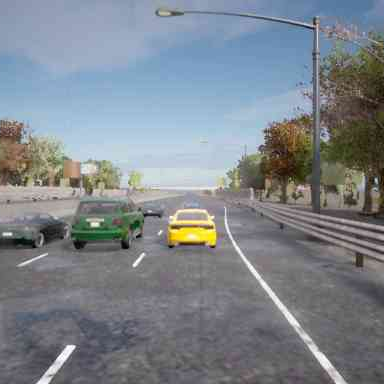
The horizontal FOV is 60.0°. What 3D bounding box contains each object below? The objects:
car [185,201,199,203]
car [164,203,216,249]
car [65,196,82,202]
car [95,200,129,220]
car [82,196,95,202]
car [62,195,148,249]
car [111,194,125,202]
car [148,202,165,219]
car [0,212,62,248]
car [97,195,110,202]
[{"bbox_3d":[0.000,1.542,29.651,1.812,1.442,4.674,0,0,0],"label":"car"},{"bbox_3d":[0.000,1.484,14.651,1.882,1.535,5.008,0,0,0],"label":"car"},{"bbox_3d":[-28.000,1.598,78.868,2.033,1.411,5.357,0,0,0],"label":"car"},{"bbox_3d":[-7.000,1.526,29.651,1.837,1.490,4.892,0,0,0],"label":"car"},{"bbox_3d":[-24.500,1.583,78.868,1.812,1.442,4.674,0,0,0],"label":"car"},{"bbox_3d":[-3.500,1.258,14.681,2.150,2.045,5.566,0,0,0],"label":"car"},{"bbox_3d":[-17.500,1.414,78.899,2.097,1.767,4.553,0,0,0],"label":"car"},{"bbox_3d":[-3.500,1.582,29.651,1.994,1.385,4.181,0,0,0],"label":"car"},{"bbox_3d":[-7.000,1.572,14.651,1.994,1.385,4.181,0,0,0],"label":"car"},{"bbox_3d":[-21.000,1.559,78.869,1.837,1.490,4.892,0,0,0],"label":"car"}]
